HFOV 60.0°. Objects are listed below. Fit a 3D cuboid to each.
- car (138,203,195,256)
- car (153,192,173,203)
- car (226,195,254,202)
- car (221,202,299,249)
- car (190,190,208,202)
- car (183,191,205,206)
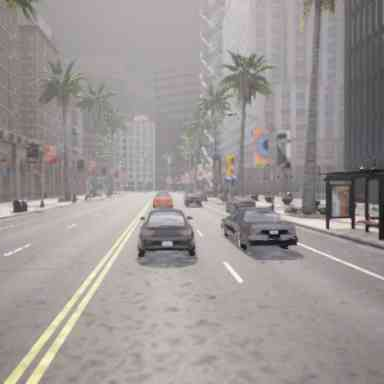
[{"bbox_3d":[-0.935,1.343,12.170,1.812,1.442,4.674,0,1,-5],"label":"car"},{"bbox_3d":[-3.194,0.811,36.398,2.097,1.767,4.553,0,1,-5],"label":"car"},{"bbox_3d":[4.093,1.040,28.258,2.231,1.521,4.892,0,1,-5],"label":"car"},{"bbox_3d":[2.471,1.336,13.416,2.033,1.411,5.357,0,1,-5],"label":"car"},{"bbox_3d":[1.337,0.481,57.499,2.185,1.767,4.553,0,1,-5],"label":"car"},{"bbox_3d":[0.018,0.905,39.615,1.837,1.490,4.892,0,1,-5],"label":"car"}]
